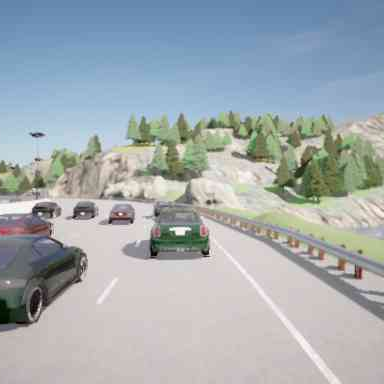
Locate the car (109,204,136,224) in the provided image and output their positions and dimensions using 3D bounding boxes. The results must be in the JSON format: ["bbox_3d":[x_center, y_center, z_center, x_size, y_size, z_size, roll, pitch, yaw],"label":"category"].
[{"bbox_3d":[-5.392,1.626,25.953,2.033,1.411,5.357,0,0,-8],"label":"car"}]

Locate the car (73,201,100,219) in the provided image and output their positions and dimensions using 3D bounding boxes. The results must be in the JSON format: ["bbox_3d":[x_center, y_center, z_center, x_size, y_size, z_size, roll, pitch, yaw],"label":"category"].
[{"bbox_3d":[-9.699,1.603,30.648,1.837,1.490,4.892,0,0,-10],"label":"car"}]

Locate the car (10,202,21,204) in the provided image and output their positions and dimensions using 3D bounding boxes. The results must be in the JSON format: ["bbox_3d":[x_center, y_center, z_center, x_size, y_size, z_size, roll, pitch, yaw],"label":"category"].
[{"bbox_3d":[-33.164,1.739,62.829,1.812,1.442,4.674,0,0,-21],"label":"car"}]

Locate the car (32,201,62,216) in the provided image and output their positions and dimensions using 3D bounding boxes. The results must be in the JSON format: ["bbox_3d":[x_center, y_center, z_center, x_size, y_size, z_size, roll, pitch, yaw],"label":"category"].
[{"bbox_3d":[-13.212,1.609,30.423,1.837,1.490,4.892,0,0,-10],"label":"car"}]

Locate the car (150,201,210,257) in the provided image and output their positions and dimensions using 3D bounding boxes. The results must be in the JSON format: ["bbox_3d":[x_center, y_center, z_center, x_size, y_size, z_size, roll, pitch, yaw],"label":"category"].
[{"bbox_3d":[-0.534,1.388,13.230,2.097,1.767,4.553,0,0,-4],"label":"car"}]

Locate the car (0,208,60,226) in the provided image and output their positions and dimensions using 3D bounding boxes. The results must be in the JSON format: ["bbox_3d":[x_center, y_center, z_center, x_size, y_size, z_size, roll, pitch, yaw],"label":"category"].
[{"bbox_3d":[-7.683,1.618,14.812,1.994,1.385,4.181,0,0,-5],"label":"car"}]

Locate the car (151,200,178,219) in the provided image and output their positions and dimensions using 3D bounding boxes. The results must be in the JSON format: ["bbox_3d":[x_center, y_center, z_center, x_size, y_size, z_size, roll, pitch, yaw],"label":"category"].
[{"bbox_3d":[-2.668,1.578,31.010,2.128,1.511,4.902,0,0,-9],"label":"car"}]

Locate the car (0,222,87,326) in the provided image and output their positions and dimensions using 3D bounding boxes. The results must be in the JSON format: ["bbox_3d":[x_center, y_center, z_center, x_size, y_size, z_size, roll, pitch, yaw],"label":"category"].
[{"bbox_3d":[-3.675,1.591,7.092,1.994,1.385,4.181,0,0,-2],"label":"car"}]
